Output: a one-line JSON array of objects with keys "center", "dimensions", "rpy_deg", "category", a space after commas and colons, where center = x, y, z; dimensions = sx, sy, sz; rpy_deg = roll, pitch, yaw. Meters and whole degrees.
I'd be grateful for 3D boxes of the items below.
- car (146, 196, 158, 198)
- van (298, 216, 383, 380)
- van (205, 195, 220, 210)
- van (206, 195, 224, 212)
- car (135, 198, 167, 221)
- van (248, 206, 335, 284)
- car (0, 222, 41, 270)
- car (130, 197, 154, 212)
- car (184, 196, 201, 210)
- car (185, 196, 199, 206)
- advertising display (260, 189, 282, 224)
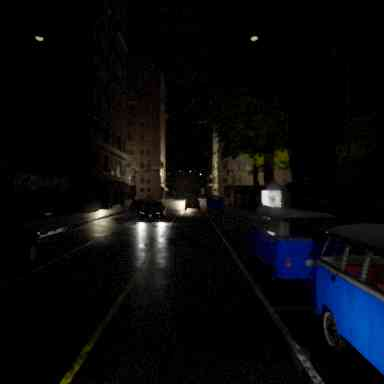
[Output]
[{"center": [-5.854, 1.520, 43.188], "dimensions": [1.887, 1.381, 4.507], "rpy_deg": [0, 0, 0], "category": "car"}, {"center": [2.671, 1.342, 3.592], "dimensions": [1.690, 1.788, 3.998], "rpy_deg": [0, 0, 0], "category": "van"}, {"center": [2.672, 1.316, 43.197], "dimensions": [1.690, 1.788, 3.998], "rpy_deg": [0, 0, 0], "category": "van"}, {"center": [2.672, 1.323, 37.539], "dimensions": [1.690, 1.788, 3.998], "rpy_deg": [0, 0, 0], "category": "van"}, {"center": [-3.099, 1.498, 27.117], "dimensions": [1.837, 1.490, 4.892], "rpy_deg": [0, 0, 0], "category": "car"}, {"center": [2.671, 1.342, 9.251], "dimensions": [1.690, 1.788, 3.998], "rpy_deg": [0, 0, 0], "category": "van"}, {"center": [-5.855, 1.546, 9.225], "dimensions": [1.887, 1.381, 4.507], "rpy_deg": [0, 0, 0], "category": "car"}, {"center": [-5.854, 1.548, 37.528], "dimensions": [1.947, 1.339, 4.313], "rpy_deg": [0, 0, 0], "category": "car"}, {"center": [0.069, 1.455, 41.619], "dimensions": [1.882, 1.535, 5.008], "rpy_deg": [0, 0, 0], "category": "car"}, {"center": [-0.001, 1.450, 53.192], "dimensions": [2.128, 1.511, 4.902], "rpy_deg": [0, 0, 0], "category": "car"}, {"center": [5.631, 1.020, 23.684], "dimensions": [1.540, 2.440, 0.280], "rpy_deg": [0, 0, 0], "category": "advertising display"}]
